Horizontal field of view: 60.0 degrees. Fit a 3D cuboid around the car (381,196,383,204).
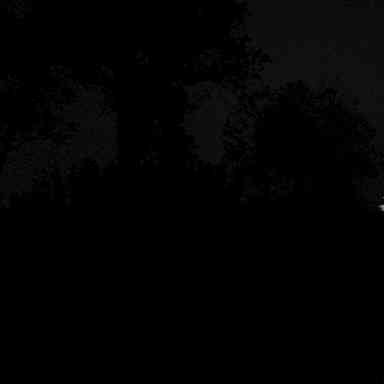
[{"bbox_3d":[25.956,0.677,42.046,4.553,1.767,2.097,-1,1,-33],"label":"car"}]
